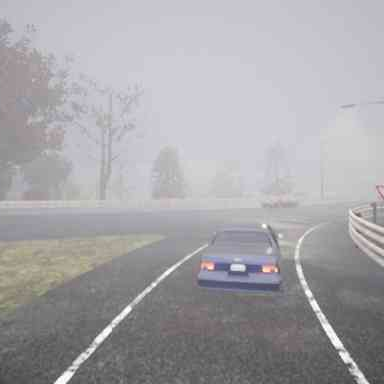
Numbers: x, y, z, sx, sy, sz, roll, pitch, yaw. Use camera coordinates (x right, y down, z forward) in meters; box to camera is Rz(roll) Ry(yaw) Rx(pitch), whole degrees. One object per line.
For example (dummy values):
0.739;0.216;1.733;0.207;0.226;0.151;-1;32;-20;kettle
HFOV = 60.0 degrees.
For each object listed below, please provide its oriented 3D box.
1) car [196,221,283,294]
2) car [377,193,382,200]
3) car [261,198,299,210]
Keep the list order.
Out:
1.424;1.491;8.870;2.033;1.411;5.357;0;0;12;car
43.014;0.995;75.434;1.882;1.535;5.008;0;0;26;car
10.210;1.361;38.193;4.718;1.301;1.895;0;0;-36;car
